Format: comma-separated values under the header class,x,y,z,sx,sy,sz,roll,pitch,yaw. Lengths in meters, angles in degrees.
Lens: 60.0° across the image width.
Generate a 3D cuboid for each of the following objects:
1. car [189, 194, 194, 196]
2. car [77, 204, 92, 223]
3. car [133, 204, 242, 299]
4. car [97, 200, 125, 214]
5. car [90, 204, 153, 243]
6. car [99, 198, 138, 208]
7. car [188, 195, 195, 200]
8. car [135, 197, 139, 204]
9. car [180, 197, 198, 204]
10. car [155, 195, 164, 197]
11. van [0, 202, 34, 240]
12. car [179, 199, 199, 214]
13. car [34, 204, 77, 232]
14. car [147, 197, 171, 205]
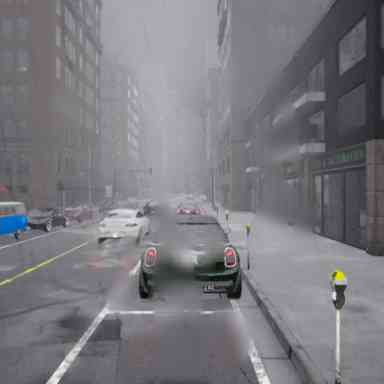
class,x,y,z,sx,sy,sz,roll,pitch,yaw
car,-0.257,1.501,84.576,1.967,1.590,4.097,0,0,0
car,-8.815,1.585,25.481,1.802,1.307,4.206,0,0,0
car,-0.033,1.353,8.620,2.097,1.767,4.553,0,0,0
car,-8.815,1.573,36.483,1.947,1.339,4.313,0,0,0
car,-3.147,1.526,15.885,1.812,1.442,4.674,0,0,0
car,-6.242,1.495,27.925,2.128,1.511,4.902,0,0,0
car,-0.237,1.636,95.394,2.008,1.369,4.403,0,0,0
car,-8.816,1.452,47.486,1.967,1.590,4.097,0,0,0
car,-0.290,1.443,25.481,1.967,1.590,4.097,0,0,0
car,-8.782,1.643,84.589,1.802,1.307,4.206,0,0,0
van,-8.815,1.342,14.478,1.690,1.788,3.998,0,0,0
car,-0.290,1.558,36.484,2.008,1.369,4.403,0,0,0
car,-8.815,1.568,19.979,1.947,1.339,4.313,0,0,0
car,-3.054,1.482,28.698,1.882,1.535,5.008,0,0,0
